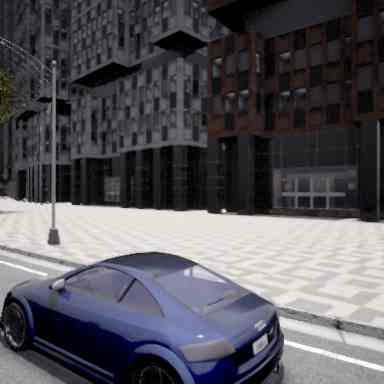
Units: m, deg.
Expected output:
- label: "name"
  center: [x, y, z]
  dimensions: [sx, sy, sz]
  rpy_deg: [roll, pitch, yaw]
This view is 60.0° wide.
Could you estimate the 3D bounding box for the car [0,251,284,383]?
- label: "car"
  center: [-0.892, 1.566, 4.705]
  dimensions: [4.181, 1.385, 1.994]
  rpy_deg: [0, 0, 36]
